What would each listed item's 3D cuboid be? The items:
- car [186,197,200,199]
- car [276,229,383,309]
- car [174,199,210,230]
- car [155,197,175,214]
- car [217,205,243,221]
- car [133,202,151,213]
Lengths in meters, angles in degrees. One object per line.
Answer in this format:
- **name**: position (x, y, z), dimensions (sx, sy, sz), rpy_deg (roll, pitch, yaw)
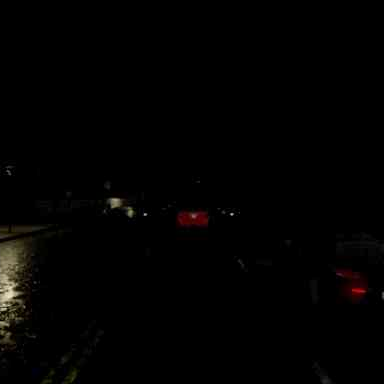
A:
- **car**: position (0.108, 1.622, 40.799), dimensions (2.150, 2.045, 5.566), rpy_deg (0, -1, 0)
- **car**: position (3.354, 1.606, 7.905), dimensions (1.812, 1.442, 4.674), rpy_deg (0, -1, 0)
- **car**: position (0.101, 1.581, 22.976), dimensions (2.097, 1.767, 4.553), rpy_deg (0, -1, 0)
- **car**: position (-3.340, 1.632, 41.819), dimensions (2.150, 2.045, 5.566), rpy_deg (0, 0, 0)
- **car**: position (3.354, 1.862, 30.011), dimensions (1.994, 1.385, 4.181), rpy_deg (0, -1, 0)
- **car**: position (-6.589, 1.984, 44.448), dimensions (2.033, 1.411, 5.357), rpy_deg (0, -1, 0)
